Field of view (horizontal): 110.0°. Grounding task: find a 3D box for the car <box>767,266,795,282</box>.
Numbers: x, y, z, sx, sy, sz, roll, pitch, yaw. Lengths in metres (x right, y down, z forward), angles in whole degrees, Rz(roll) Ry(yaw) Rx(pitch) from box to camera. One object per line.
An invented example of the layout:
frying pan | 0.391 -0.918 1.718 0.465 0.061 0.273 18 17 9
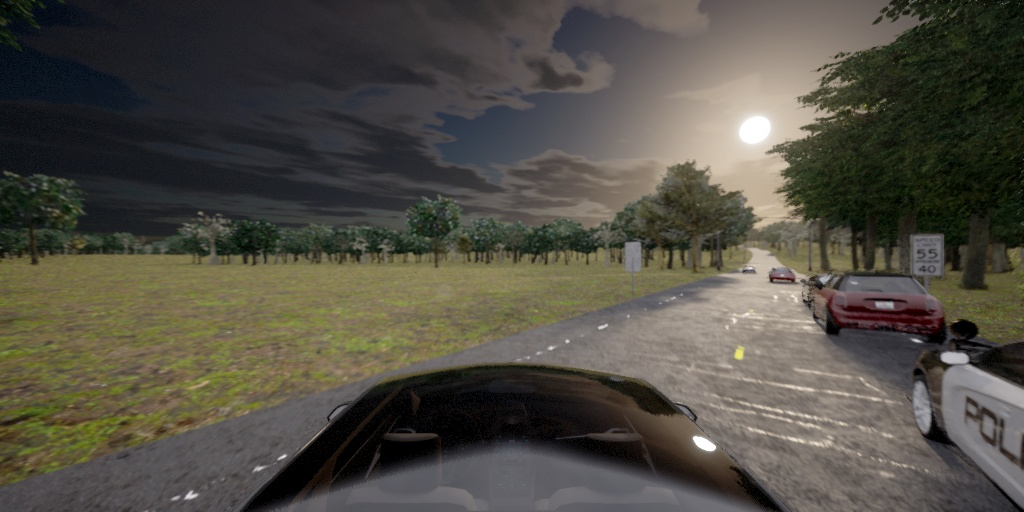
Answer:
car | 26.123 1.786 34.757 1.994 1.385 4.181 0 -1 35

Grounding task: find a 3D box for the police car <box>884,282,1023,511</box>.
police car | 4.465 1.185 2.263 1.930 1.638 5.238 0 -1 35

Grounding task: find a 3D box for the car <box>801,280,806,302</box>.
car | 13.621 1.452 15.258 1.812 1.442 4.674 0 -1 35

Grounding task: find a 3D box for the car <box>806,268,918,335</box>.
car | 10.146 1.213 10.328 2.097 1.767 4.553 0 -1 35
